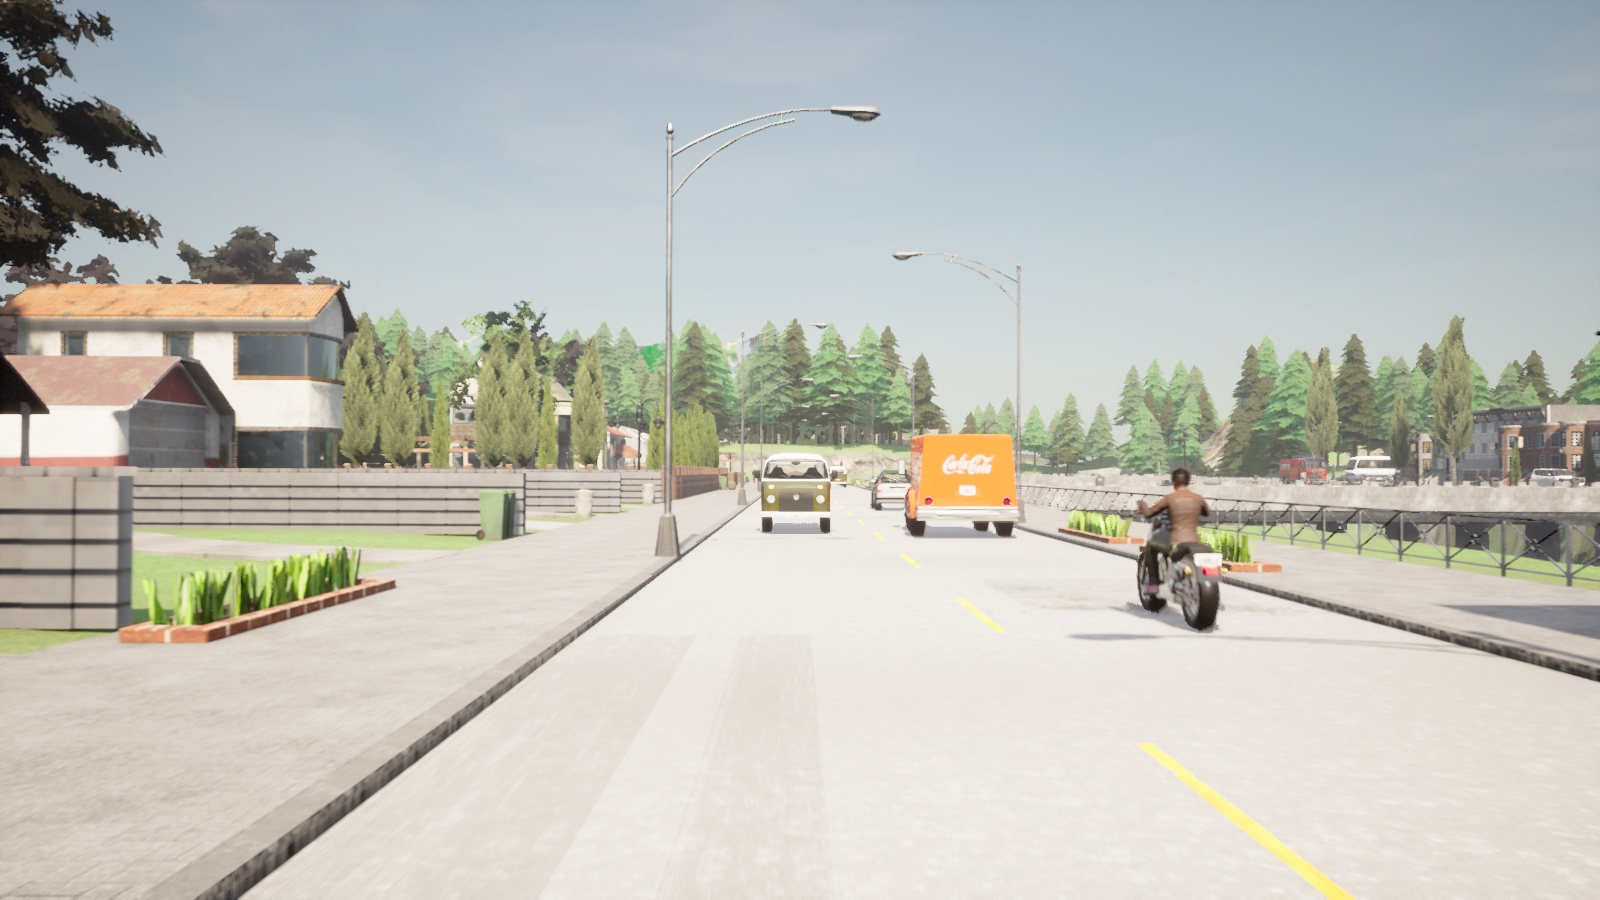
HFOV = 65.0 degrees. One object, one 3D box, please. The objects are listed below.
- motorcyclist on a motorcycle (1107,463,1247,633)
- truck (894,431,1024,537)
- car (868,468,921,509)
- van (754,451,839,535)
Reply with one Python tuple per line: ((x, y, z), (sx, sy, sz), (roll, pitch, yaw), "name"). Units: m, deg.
((3.961, 0.974, 13.402), (0.766, 1.649, 2.350), (0, -1, 0), "motorcyclist on a motorcycle")
((3.908, 0.847, 31.939), (2.627, 2.467, 5.204), (0, -1, 0), "truck")
((3.854, 1.563, 51.679), (1.851, 1.617, 3.988), (0, -1, 0), "car")
((-0.093, 1.086, 32.705), (2.069, 2.038, 4.480), (0, -1, 0), "van")
